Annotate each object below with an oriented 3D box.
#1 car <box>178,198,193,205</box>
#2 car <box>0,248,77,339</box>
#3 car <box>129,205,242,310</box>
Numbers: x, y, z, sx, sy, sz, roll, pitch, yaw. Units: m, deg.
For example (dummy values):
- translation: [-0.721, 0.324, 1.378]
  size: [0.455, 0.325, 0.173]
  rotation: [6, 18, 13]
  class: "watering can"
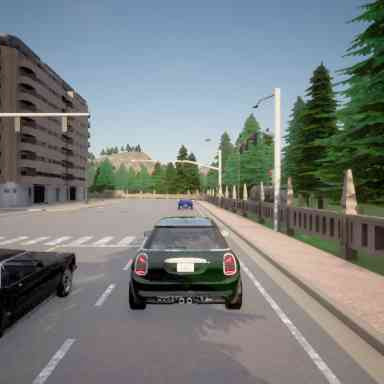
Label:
- translation: [-0.878, 1.478, 44.262]
  size: [1.882, 1.535, 5.008]
  rotation: [0, 0, -1]
  class: "car"
- translation: [-3.545, 1.601, 5.618]
  size: [1.895, 1.301, 4.718]
  rotation: [0, 0, -1]
  class: "car"
- translation: [-0.130, 1.352, 7.990]
  size: [2.097, 1.767, 4.553]
  rotation: [0, 0, 0]
  class: "car"
